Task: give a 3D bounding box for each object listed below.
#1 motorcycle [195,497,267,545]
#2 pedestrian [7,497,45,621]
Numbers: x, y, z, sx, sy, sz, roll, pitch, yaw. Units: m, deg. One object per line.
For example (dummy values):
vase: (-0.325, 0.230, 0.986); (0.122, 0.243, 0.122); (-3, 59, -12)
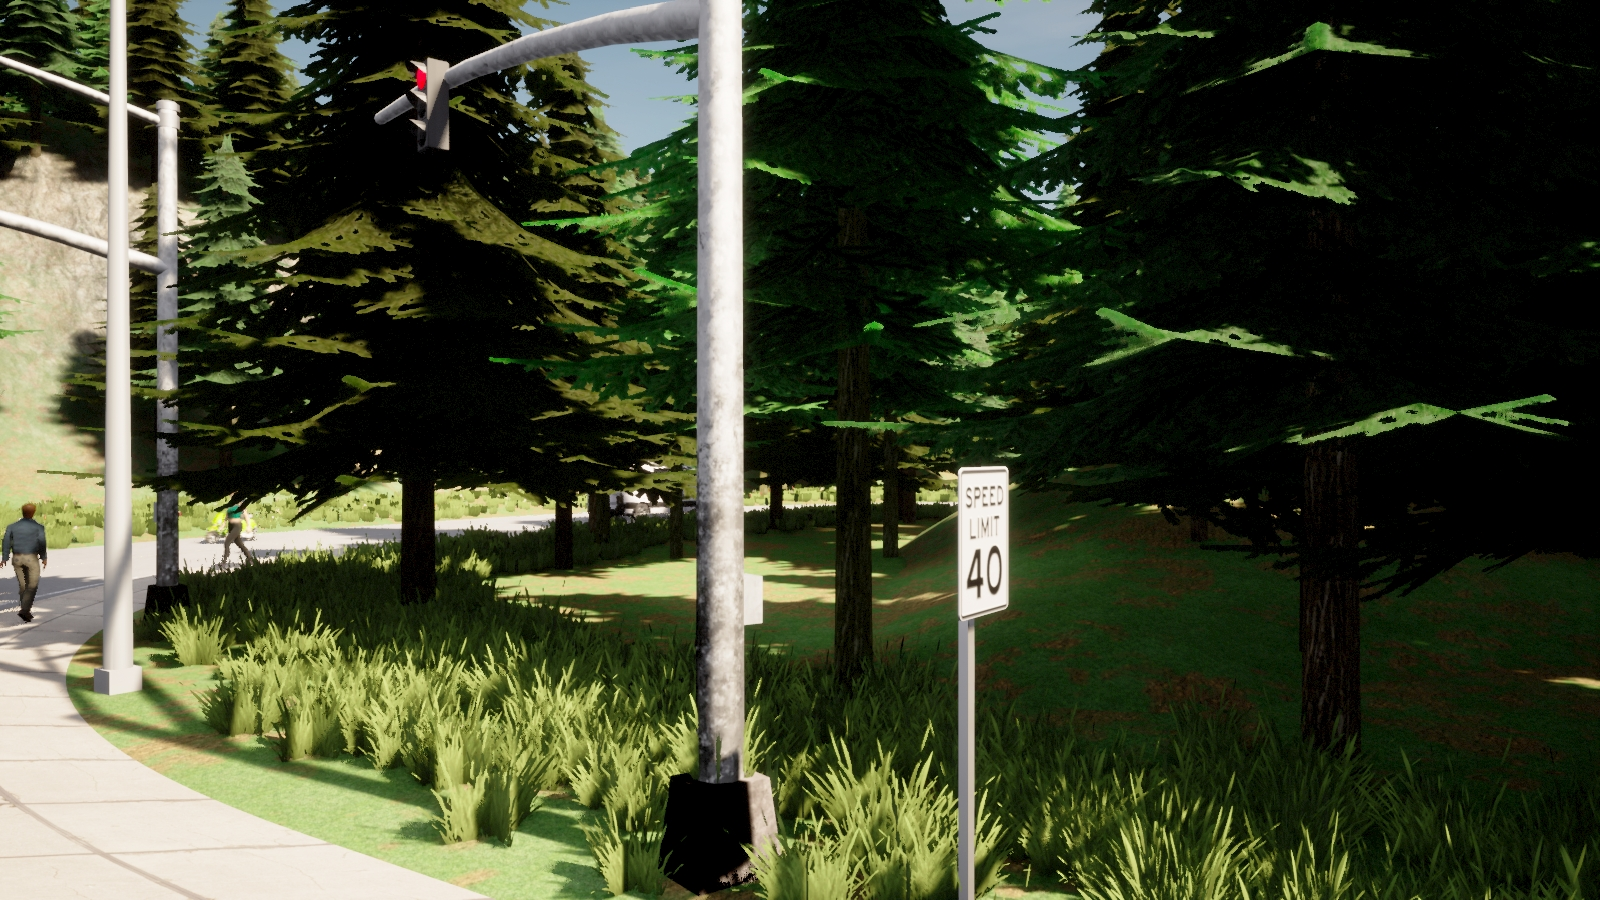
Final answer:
motorcycle: (-17.113, 2.113, 34.406); (0.856, 1.316, 1.805); (0, 0, 24)
pedestrian: (-11.886, 1.668, 17.556); (0.375, 1.860, 0.375); (0, 0, -15)
